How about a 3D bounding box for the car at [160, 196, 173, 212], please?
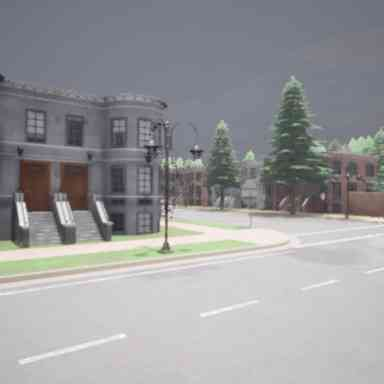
[{"bbox_3d":[-4.459,1.370,40.616,2.150,2.045,5.566,1,0,-34],"label":"car"}]
